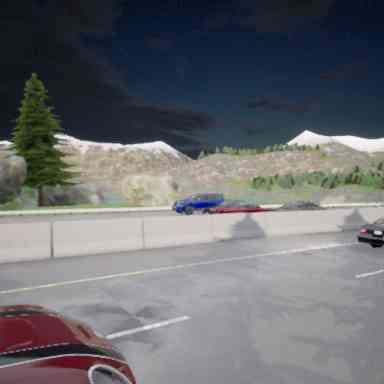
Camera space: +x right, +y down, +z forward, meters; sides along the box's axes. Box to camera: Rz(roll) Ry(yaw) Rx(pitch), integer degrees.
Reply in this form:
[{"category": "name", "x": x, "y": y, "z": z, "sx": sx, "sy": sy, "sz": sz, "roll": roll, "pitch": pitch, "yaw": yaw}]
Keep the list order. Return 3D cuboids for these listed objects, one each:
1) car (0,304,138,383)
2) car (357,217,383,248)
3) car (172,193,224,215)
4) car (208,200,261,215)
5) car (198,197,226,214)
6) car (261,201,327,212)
[{"category": "car", "x": -2.511, "y": 1.342, "z": 1.836, "sx": 4.553, "sy": 1.767, "sz": 2.097, "roll": 0, "pitch": 0, "yaw": -36}, {"category": "car", "x": 8.954, "y": 1.530, "z": 13.302, "sx": 5.357, "sy": 1.411, "sz": 2.033, "roll": 0, "pitch": 0, "yaw": -29}, {"category": "car", "x": 0.841, "y": 1.145, "z": 32.965, "sx": 5.566, "sy": 2.045, "sz": 2.150, "roll": 0, "pitch": 0, "yaw": -28}, {"category": "car", "x": 4.039, "y": 1.543, "z": 26.766, "sx": 4.718, "sy": 1.301, "sz": 1.895, "roll": 0, "pitch": 0, "yaw": -28}, {"category": "car", "x": 3.621, "y": 1.480, "z": 30.513, "sx": 5.357, "sy": 1.411, "sz": 2.033, "roll": 0, "pitch": 0, "yaw": -28}, {"category": "car", "x": 7.894, "y": 1.458, "z": 24.815, "sx": 4.892, "sy": 1.490, "sz": 1.837, "roll": 0, "pitch": 0, "yaw": -27}]
